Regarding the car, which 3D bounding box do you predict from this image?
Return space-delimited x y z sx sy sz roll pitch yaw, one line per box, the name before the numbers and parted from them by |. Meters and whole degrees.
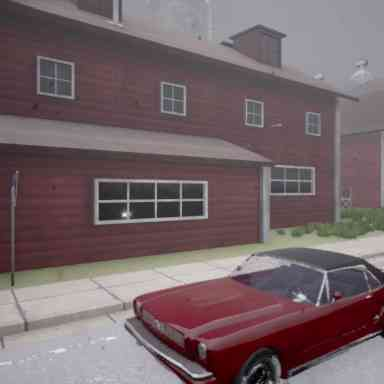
car | 1.470 1.601 4.976 4.718 1.301 1.895 0 0 -34
